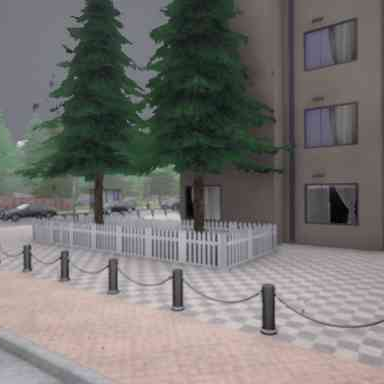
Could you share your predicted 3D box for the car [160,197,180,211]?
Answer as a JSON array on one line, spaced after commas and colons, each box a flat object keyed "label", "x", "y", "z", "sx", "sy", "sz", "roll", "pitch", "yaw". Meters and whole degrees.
[{"label": "car", "x": -2.120, "y": 1.499, "z": 44.084, "sx": 2.097, "sy": 1.767, "sz": 4.553, "roll": 0, "pitch": 0, "yaw": 38}]

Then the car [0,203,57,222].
[{"label": "car", "x": -13.905, "y": 1.678, "z": 28.475, "sx": 1.812, "sy": 1.442, "sz": 4.674, "roll": 0, "pitch": 0, "yaw": 37}]

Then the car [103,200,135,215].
[{"label": "car", "x": -8.303, "y": 1.642, "z": 35.927, "sx": 2.128, "sy": 1.511, "sz": 4.902, "roll": 0, "pitch": 0, "yaw": 37}]
